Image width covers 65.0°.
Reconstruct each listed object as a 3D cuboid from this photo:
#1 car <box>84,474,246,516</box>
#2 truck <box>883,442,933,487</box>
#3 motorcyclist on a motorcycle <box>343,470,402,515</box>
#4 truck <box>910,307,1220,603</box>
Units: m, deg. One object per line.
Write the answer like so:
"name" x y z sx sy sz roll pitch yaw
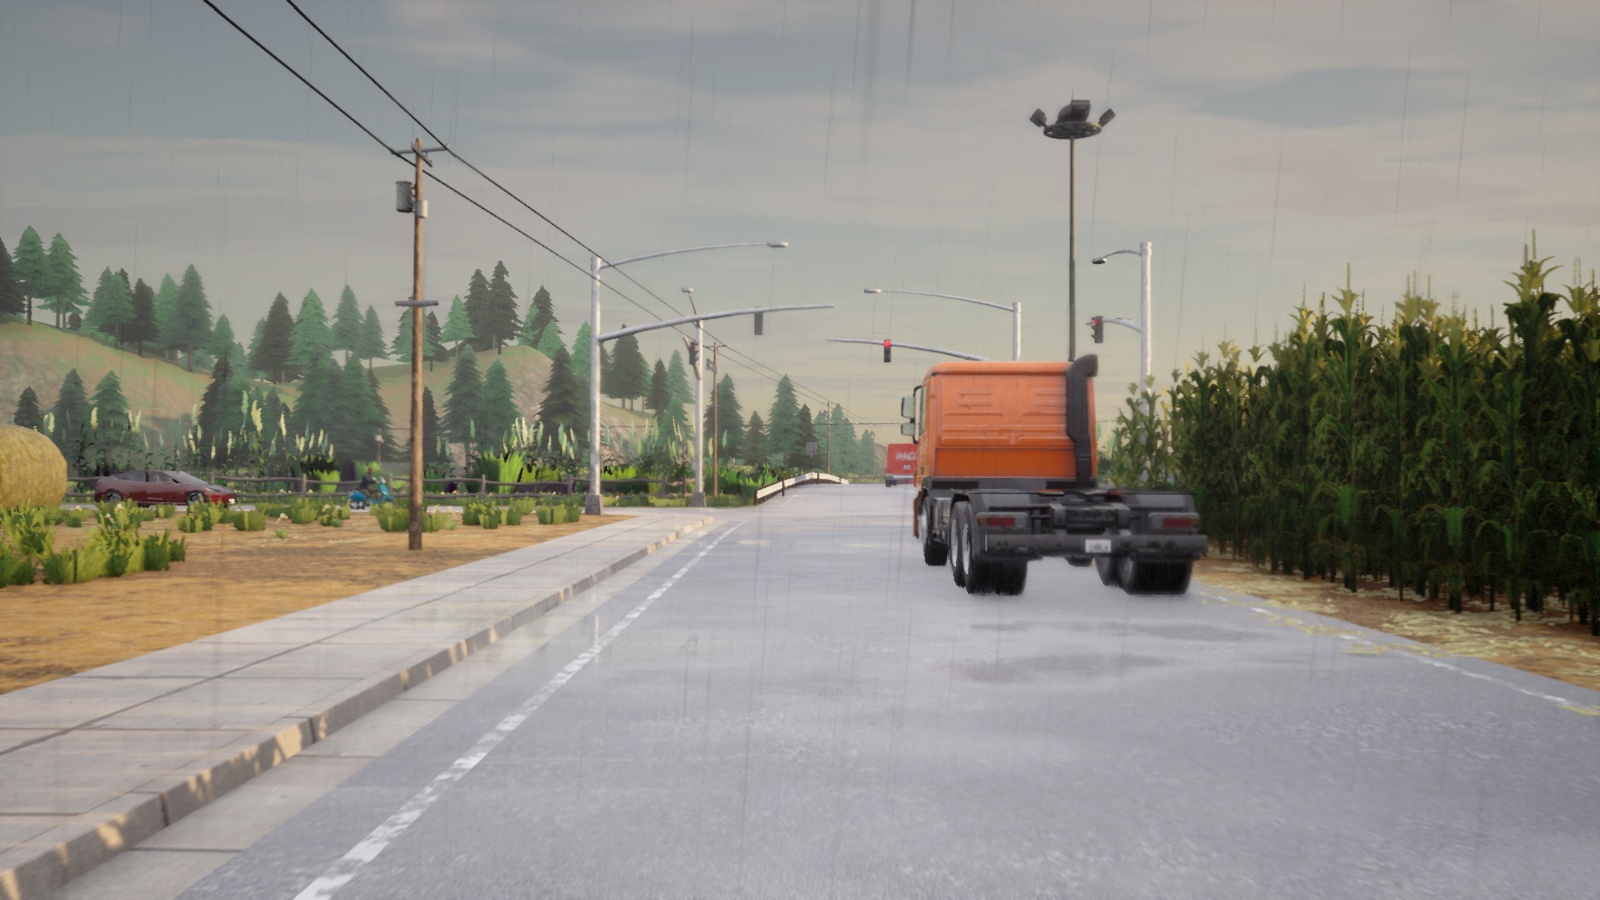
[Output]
"car" -22.887 1.613 45.405 4.792 1.488 2.163 0 -1 3
"truck" 6.186 0.784 71.412 2.627 2.467 5.204 0 0 7
"motorcyclist on a motorcycle" -15.331 1.530 45.036 1.817 1.590 0.866 0 -1 3
"truck" 3.452 0.124 18.699 2.891 3.462 7.936 0 -1 0
